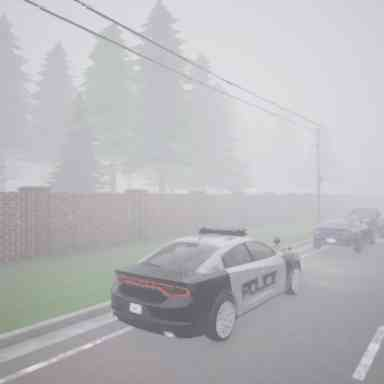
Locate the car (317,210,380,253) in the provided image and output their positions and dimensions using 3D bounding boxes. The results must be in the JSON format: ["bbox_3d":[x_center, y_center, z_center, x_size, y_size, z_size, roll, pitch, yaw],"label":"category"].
[{"bbox_3d":[6.828,1.744,14.817,1.812,1.442,4.674,-1,-1,38],"label":"car"}]

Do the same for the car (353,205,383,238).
[{"bbox_3d":[10.496,1.621,19.530,2.097,1.767,4.553,-1,-1,38],"label":"car"}]

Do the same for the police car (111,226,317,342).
[{"bbox_3d":[0.747,1.556,7.019,1.930,1.638,5.238,-1,-1,38],"label":"police car"}]
